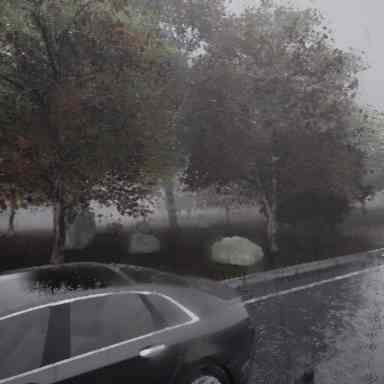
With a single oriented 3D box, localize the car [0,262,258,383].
[{"bbox_3d":[-1.570,1.506,2.865,4.892,1.490,1.837,0,0,-35],"label":"car"}]
